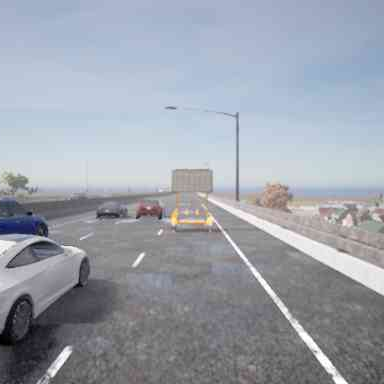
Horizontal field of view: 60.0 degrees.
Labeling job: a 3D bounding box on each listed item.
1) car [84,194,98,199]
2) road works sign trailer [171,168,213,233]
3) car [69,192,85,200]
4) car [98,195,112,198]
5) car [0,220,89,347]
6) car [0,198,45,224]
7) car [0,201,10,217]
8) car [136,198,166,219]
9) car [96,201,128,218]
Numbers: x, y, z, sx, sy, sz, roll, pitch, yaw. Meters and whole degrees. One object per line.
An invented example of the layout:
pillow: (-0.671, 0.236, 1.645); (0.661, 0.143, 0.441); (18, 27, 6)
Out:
car: (-20.977, 1.388, 71.605); (1.895, 1.301, 4.718); (0, 0, 0)
road works sign trailer: (0.007, 0.423, 19.487); (2.380, 3.560, 2.880); (0, 0, 0)
car: (-24.476, 1.019, 71.605); (2.150, 2.045, 5.566); (0, 0, 0)
car: (-17.477, 1.357, 68.928); (1.812, 1.442, 4.674); (0, 0, 0)
car: (-3.396, 1.513, 6.172); (1.812, 1.442, 4.674); (0, 0, 0)
car: (-6.896, 1.199, 11.112); (2.150, 2.045, 5.566); (0, 0, 0)
car: (-17.586, 1.504, 28.226); (1.994, 1.385, 4.181); (0, 0, 0)
car: (-3.390, 1.291, 28.220); (2.097, 1.767, 4.553); (0, 0, 0)
car: (-6.890, 1.502, 29.028); (1.994, 1.385, 4.181); (0, 0, 0)
